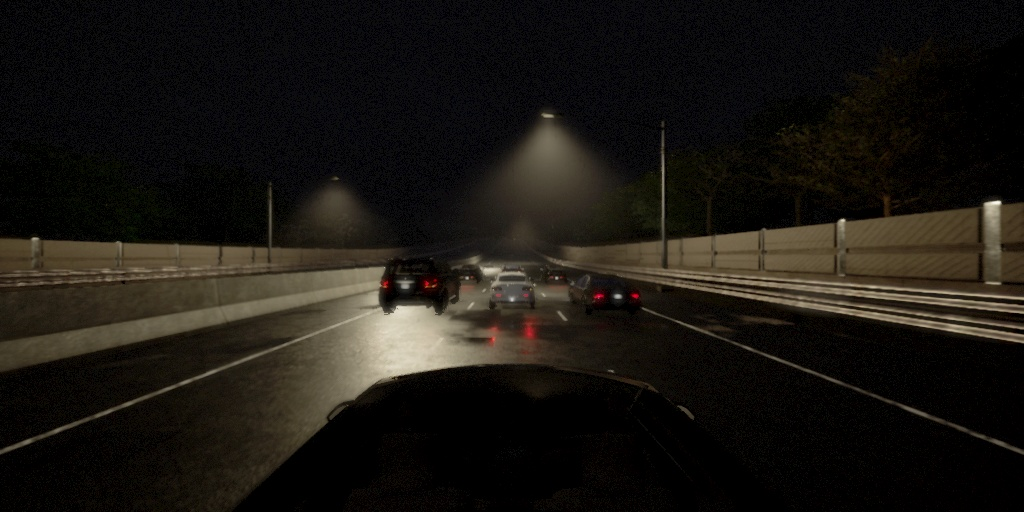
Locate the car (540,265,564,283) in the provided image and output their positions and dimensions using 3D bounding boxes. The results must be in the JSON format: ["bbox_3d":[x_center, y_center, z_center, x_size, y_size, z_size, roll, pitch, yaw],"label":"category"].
[{"bbox_3d":[3.518,1.457,30.366,1.837,1.490,4.892,0,0,0],"label":"car"}]

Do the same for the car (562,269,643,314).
[{"bbox_3d":[3.508,1.409,14.338,2.033,1.411,5.357,0,0,0],"label":"car"}]

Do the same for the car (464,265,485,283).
[{"bbox_3d":[-3.482,1.457,30.370,1.837,1.490,4.892,0,0,0],"label":"car"}]

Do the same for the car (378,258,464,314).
[{"bbox_3d":[-3.491,1.087,14.435,2.150,2.045,5.566,0,0,0],"label":"car"}]

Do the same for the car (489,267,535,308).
[{"bbox_3d":[0.021,1.398,15.776,1.812,1.442,4.674,0,0,0],"label":"car"}]

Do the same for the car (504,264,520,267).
[{"bbox_3d":[0.018,1.443,30.371,2.128,1.511,4.902,0,0,0],"label":"car"}]
